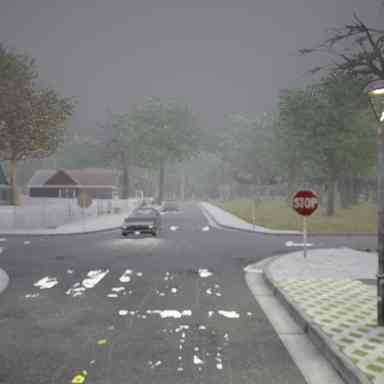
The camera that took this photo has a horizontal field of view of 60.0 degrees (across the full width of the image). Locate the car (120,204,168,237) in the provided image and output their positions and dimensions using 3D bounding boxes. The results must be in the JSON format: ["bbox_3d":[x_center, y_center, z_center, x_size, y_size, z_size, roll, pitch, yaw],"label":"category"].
[{"bbox_3d":[-2.757,1.669,19.400,2.033,1.411,5.357,-1,0,0],"label":"car"}]

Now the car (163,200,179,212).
[{"bbox_3d":[-2.755,1.829,43.925,1.837,1.490,4.892,0,0,0],"label":"car"}]
